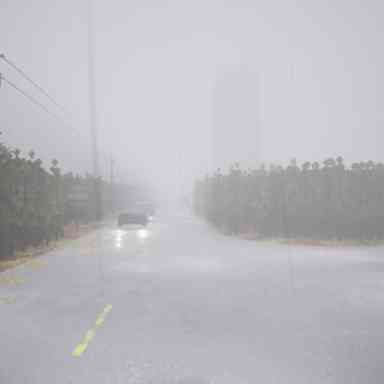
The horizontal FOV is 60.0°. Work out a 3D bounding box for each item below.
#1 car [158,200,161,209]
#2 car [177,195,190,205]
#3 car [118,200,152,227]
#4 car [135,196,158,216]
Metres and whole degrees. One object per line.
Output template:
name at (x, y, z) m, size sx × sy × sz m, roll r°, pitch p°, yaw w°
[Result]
car at (-5.677, 1.724, 48.452) m, size 1.882 × 1.535 × 5.008 m, roll 0°, pitch 0°, yaw -1°
car at (-1.666, 1.552, 65.819) m, size 2.150 × 2.045 × 5.566 m, roll 0°, pitch -1°, yaw 5°
car at (-4.193, 1.602, 24.312) m, size 1.882 × 1.535 × 5.008 m, roll 0°, pitch 0°, yaw -4°
car at (-5.075, 1.404, 35.361) m, size 2.150 × 2.045 × 5.566 m, roll 0°, pitch -1°, yaw -4°
